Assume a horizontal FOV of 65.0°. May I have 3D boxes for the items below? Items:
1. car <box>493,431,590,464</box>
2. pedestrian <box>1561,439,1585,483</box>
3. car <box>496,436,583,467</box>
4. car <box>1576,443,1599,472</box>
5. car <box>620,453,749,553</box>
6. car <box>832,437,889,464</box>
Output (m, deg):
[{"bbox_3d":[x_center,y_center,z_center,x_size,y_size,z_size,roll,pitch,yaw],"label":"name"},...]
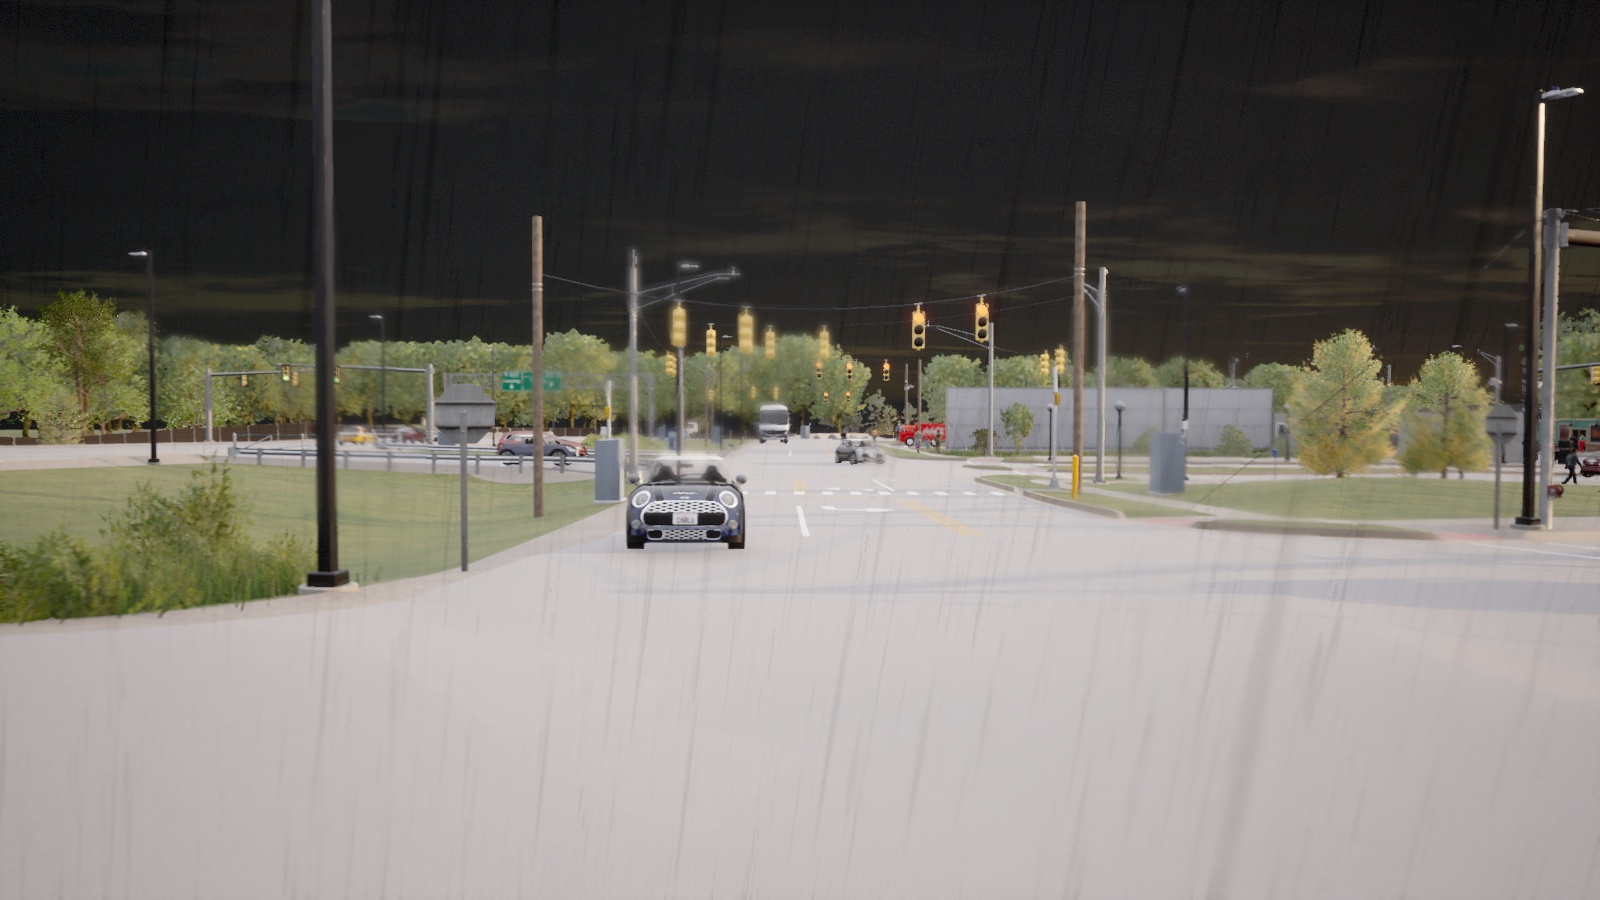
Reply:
[{"bbox_3d":[-13.354,-0.142,65.187,4.611,1.667,2.242,0,1,-2],"label":"car"},{"bbox_3d":[34.844,0.480,56.638,0.788,1.949,0.423,0,2,-1],"label":"pedestrian"},{"bbox_3d":[-12.720,0.061,61.455,3.806,1.475,1.970,0,1,3],"label":"car"},{"bbox_3d":[44.630,0.419,68.210,3.806,1.475,1.970,1,2,-6],"label":"car"},{"bbox_3d":[-1.865,0.813,21.142,1.970,1.475,3.806,0,0,-3],"label":"car"},{"bbox_3d":[3.510,0.021,73.018,1.970,1.475,3.806,-1,1,-20],"label":"car"}]
